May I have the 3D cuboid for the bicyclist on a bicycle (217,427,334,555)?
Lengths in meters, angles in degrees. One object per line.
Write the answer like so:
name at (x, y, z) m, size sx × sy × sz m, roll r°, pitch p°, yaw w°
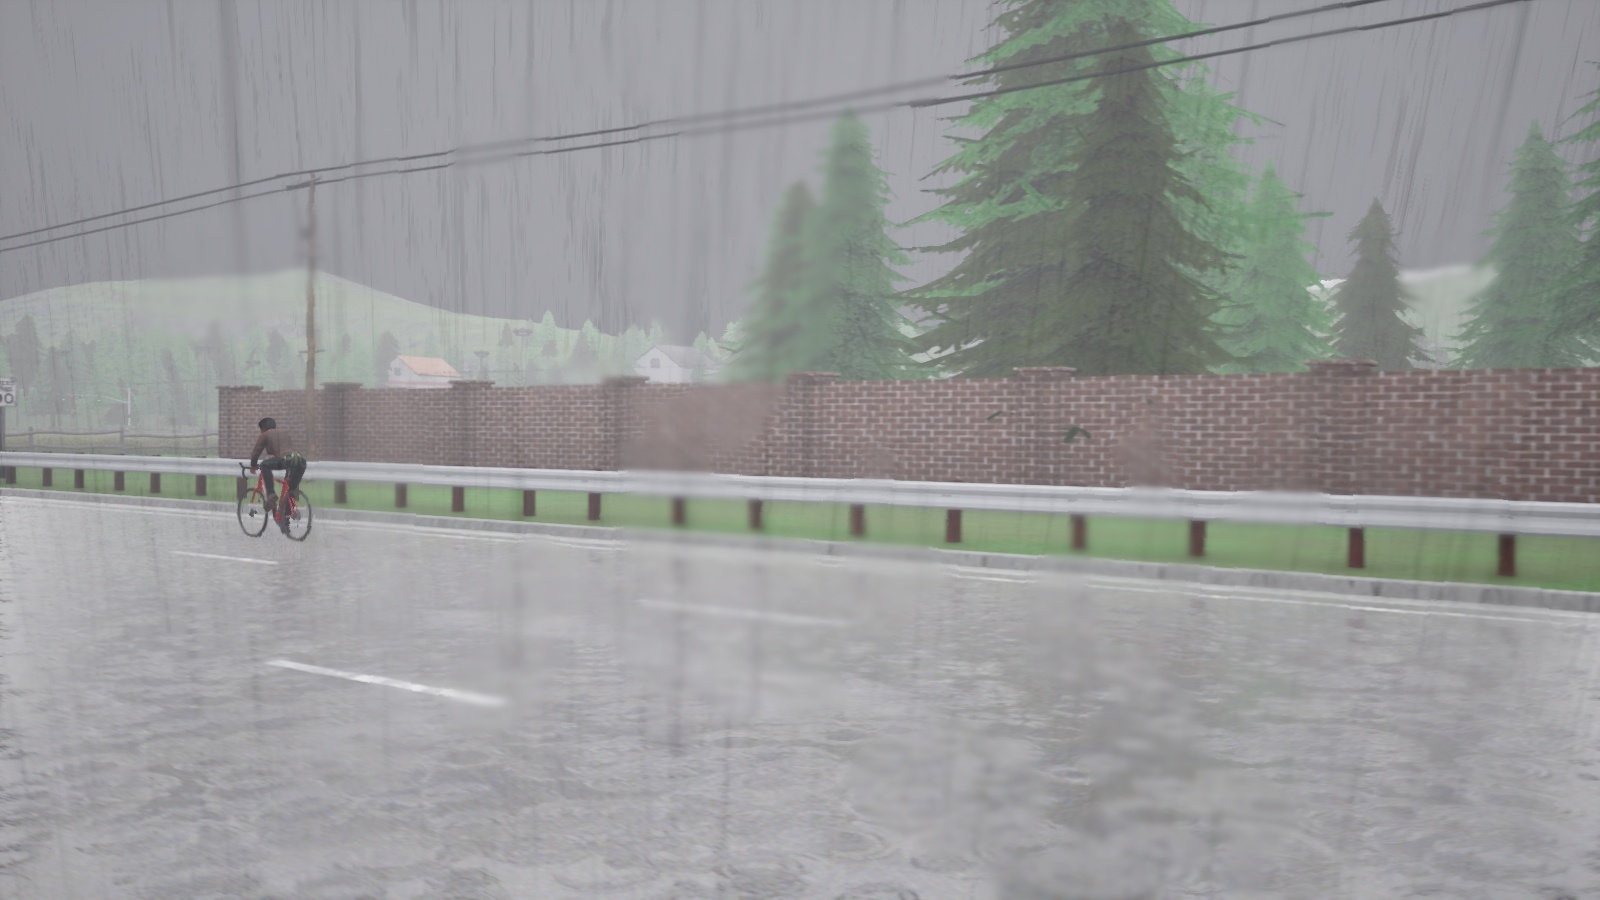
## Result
bicyclist on a bicycle at (-6.956, 0.520, 16.646) m, size 1.656 × 1.620 × 0.582 m, roll 0°, pitch 1°, yaw 34°
